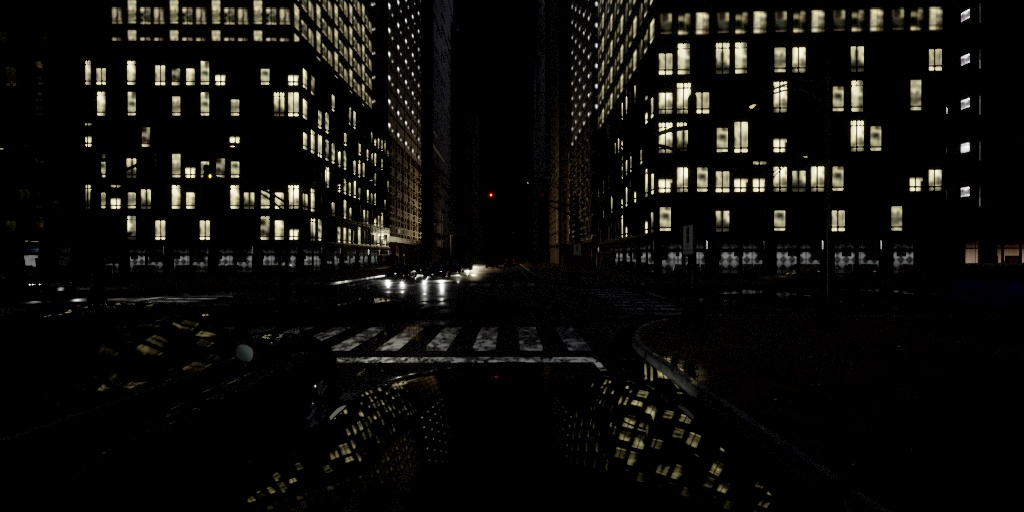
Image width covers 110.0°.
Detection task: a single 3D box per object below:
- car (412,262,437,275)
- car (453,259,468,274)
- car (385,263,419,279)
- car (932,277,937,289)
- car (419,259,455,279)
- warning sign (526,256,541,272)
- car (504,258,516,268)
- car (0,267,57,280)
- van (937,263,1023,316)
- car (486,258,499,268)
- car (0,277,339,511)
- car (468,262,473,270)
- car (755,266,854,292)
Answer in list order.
[{"bbox_3d":[-10.100,1.361,41.707,1.994,1.385,4.181,0,0,0],"label":"car"},{"bbox_3d":[-6.864,1.277,42.828,1.882,1.535,5.008,0,0,0],"label":"car"},{"bbox_3d":[-10.051,1.343,32.799,1.994,1.385,4.181,0,0,0],"label":"car"},{"bbox_3d":[26.802,1.357,20.522,4.207,1.307,1.802,0,0,2],"label":"car"},{"bbox_3d":[-6.800,1.305,32.955,1.812,1.442,4.674,0,0,0],"label":"car"},{"bbox_3d":[2.598,0.910,40.836,1.300,1.860,1.060,0,0,0],"label":"warning sign"},{"bbox_3d":[-0.401,1.426,63.832,1.994,1.385,4.181,0,0,0],"label":"car"},{"bbox_3d":[-23.089,1.250,16.389,4.902,1.511,2.128,0,0,0],"label":"car"},{"bbox_3d":[18.288,1.119,12.779,3.998,1.789,1.690,0,0,2],"label":"van"},{"bbox_3d":[-3.545,1.214,63.651,2.097,1.767,4.553,0,0,-1],"label":"car"},{"bbox_3d":[-3.155,1.102,2.560,2.097,1.767,4.553,0,0,0],"label":"car"},{"bbox_3d":[-6.917,1.390,52.807,1.994,1.385,4.181,0,0,0],"label":"car"},{"bbox_3d":[16.964,1.293,20.942,4.829,1.417,1.751,0,0,2],"label":"car"}]
